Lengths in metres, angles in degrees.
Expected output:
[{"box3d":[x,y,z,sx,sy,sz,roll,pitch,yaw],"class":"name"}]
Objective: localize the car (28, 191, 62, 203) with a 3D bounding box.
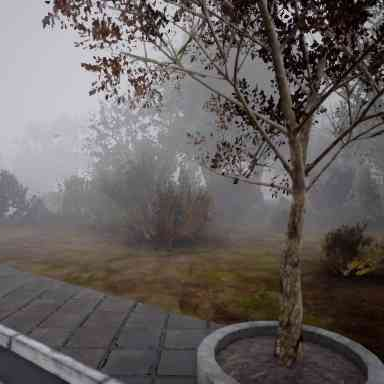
[{"box3d":[-18.325,0.943,41.817,2.150,2.045,5.566,1,0,32],"class":"car"}]
